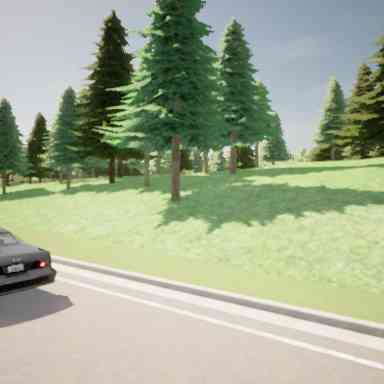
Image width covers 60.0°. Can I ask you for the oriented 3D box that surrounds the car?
[{"bbox_3d":[-5.388,1.481,7.810,5.357,1.411,2.033,0,0,36],"label":"car"}]
